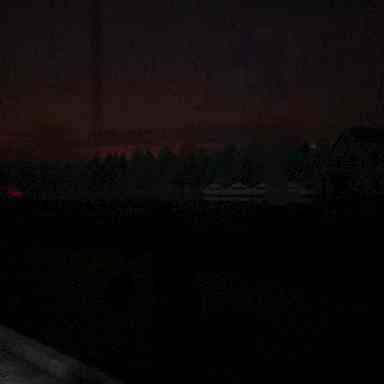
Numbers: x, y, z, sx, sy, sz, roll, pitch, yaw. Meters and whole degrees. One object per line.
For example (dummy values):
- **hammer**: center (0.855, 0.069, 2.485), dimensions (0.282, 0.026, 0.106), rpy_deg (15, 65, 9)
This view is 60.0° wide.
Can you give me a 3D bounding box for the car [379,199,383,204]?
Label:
- **car**: center (28.403, 1.209, 45.803), dimensions (4.605, 1.855, 1.932), rpy_deg (0, 0, 35)
